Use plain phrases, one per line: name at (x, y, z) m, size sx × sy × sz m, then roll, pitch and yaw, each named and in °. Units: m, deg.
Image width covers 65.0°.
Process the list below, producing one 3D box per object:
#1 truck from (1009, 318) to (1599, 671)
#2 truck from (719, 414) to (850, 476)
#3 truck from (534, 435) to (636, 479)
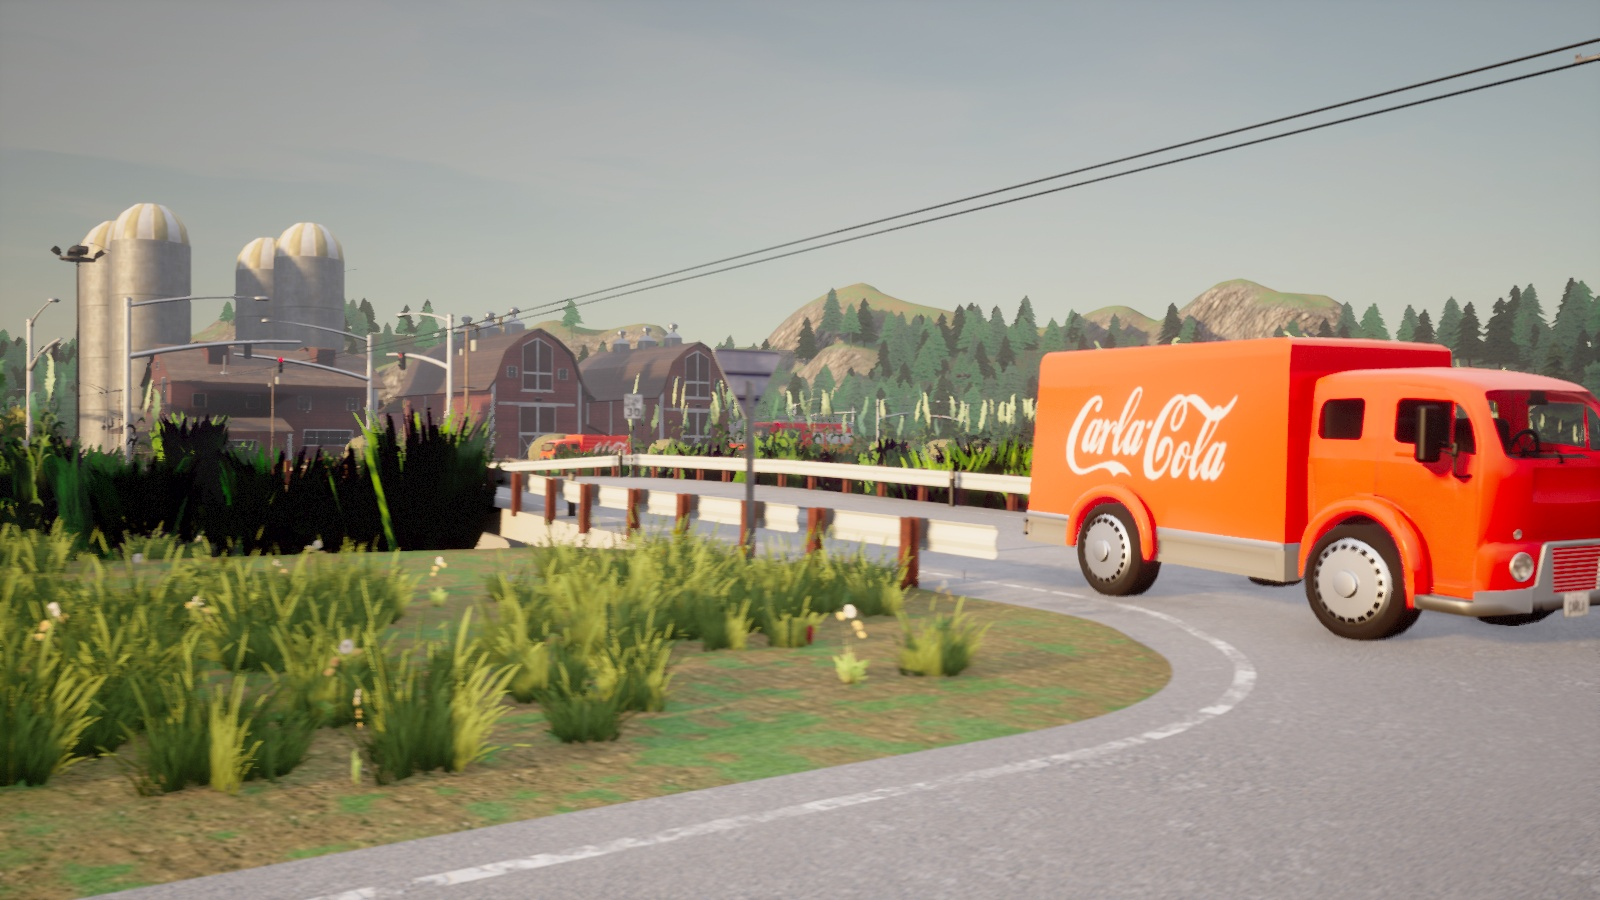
truck at (4.601, 0.214, 11.665) m, size 2.627 × 2.467 × 5.204 m, roll -1°, pitch 2°, yaw -27°
truck at (-0.920, -0.302, 81.727) m, size 8.468 × 3.827 × 2.891 m, roll 0°, pitch 0°, yaw -38°
truck at (-12.404, 0.393, 72.696) m, size 5.204 × 2.467 × 2.627 m, roll 0°, pitch 0°, yaw -38°
